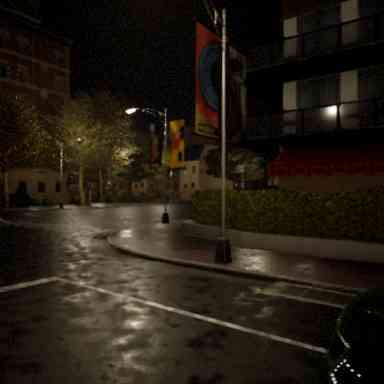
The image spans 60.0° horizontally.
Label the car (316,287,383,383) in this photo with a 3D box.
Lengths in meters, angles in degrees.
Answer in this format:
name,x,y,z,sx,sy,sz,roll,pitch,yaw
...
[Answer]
name,x,y,z,sx,sy,sz,roll,pitch,yaw
car,3.506,1.235,1.493,5.566,2.045,2.150,0,0,35
